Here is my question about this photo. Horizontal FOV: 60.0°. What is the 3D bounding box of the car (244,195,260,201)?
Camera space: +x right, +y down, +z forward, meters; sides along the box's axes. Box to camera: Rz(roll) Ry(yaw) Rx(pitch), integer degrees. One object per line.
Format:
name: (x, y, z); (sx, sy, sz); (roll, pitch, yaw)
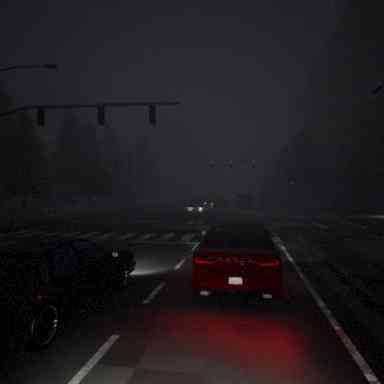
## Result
car: (15.623, 1.505, 86.046); (1.812, 1.442, 4.674); (0, 0, 42)

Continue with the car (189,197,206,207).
car: (0.670, 1.493, 50.026); (1.837, 1.490, 4.892); (0, 0, 7)

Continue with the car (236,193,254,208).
car: (7.629, 1.209, 48.777); (2.150, 2.045, 5.566); (0, 0, 9)

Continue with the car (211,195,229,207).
car: (4.552, 1.466, 51.709); (1.882, 1.535, 5.008); (0, 0, 9)

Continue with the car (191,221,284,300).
car: (1.196, 1.476, 8.539); (1.882, 1.535, 5.008); (0, 0, 9)

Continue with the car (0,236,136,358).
car: (-2.729, 1.546, 6.226); (2.033, 1.411, 5.357); (0, 0, 10)

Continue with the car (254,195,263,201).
car: (18.106, 1.459, 83.572); (1.882, 1.535, 5.008); (0, 0, 42)

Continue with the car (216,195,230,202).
car: (7.537, 1.506, 80.160); (1.812, 1.442, 4.674); (0, 0, 25)

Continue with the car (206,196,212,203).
car: (3.523, 1.510, 68.177); (1.812, 1.442, 4.674); (0, 0, 11)
